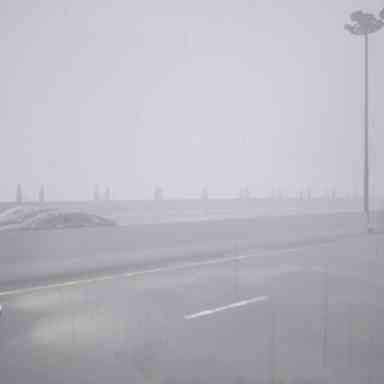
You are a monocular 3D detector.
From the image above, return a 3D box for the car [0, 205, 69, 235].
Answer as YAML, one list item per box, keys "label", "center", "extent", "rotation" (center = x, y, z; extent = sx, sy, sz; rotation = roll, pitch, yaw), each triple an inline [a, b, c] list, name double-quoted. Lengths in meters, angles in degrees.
- label: "car"
  center: [-9.567, 1.518, 18.618]
  extent: [4.674, 1.442, 1.812]
  rotation: [0, 0, -35]

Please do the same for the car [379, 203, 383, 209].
- label: "car"
  center: [26.176, 1.603, 42.922]
  extent: [4.718, 1.301, 1.895]
  rotation: [0, 0, -34]

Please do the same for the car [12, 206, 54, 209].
- label: "car"
  center: [-7.330, 1.498, 15.913]
  extent: [4.892, 1.490, 1.837]
  rotation: [0, 0, -35]

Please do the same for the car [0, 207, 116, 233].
- label: "car"
  center: [-5.343, 1.500, 13.033]
  extent: [4.892, 1.490, 1.837]
  rotation: [0, 0, -35]

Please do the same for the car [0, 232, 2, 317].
- label: "car"
  center: [-5.259, 1.502, 4.282]
  extent: [4.892, 1.490, 1.837]
  rotation: [0, 0, -35]
